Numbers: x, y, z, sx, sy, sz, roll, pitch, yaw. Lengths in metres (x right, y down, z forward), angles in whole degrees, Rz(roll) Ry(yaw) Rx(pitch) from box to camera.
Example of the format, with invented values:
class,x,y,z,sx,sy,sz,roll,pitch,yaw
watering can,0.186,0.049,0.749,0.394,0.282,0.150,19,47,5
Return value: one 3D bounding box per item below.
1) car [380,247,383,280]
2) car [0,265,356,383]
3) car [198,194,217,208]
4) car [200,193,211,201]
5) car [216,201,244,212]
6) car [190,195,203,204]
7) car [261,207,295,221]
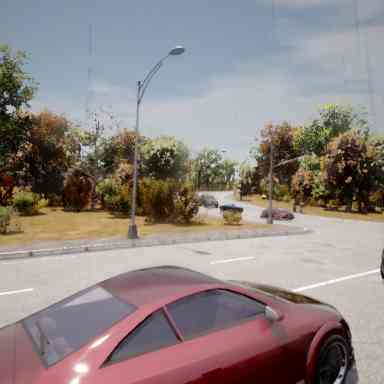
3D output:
class,x,y,z,sx,sy,sz,roll,pitch,yaw
car,6.996,1.486,8.778,4.553,1.767,2.097,2,-1,-35
car,-0.028,1.571,3.727,4.181,1.385,1.994,0,0,-36
car,2.801,1.553,56.676,2.150,2.045,5.566,3,2,-13
car,3.203,1.125,78.692,2.128,1.511,4.902,2,2,-1
car,5.547,2.248,46.766,1.895,1.301,4.718,3,0,-18
car,0.849,1.411,66.918,1.837,1.490,4.892,2,2,-8
car,9.408,2.358,36.710,1.994,1.385,4.181,3,-1,-23
